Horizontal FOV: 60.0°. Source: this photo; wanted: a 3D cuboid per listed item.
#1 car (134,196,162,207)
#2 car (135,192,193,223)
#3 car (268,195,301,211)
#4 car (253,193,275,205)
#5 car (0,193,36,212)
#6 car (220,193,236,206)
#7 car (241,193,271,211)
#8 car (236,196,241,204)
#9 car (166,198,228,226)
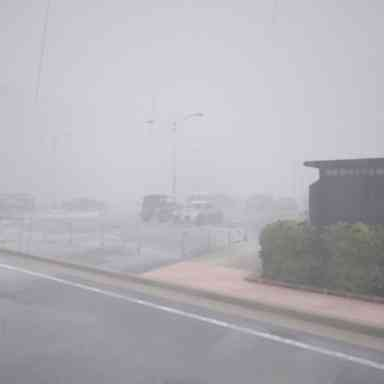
[{"bbox_3d":[-6.246,1.317,47.401,1.970,1.475,3.806,0,0,34],"label":"car"},{"bbox_3d":[-1.975,1.120,23.488,1.905,1.878,3.866,0,0,34],"label":"car"},{"bbox_3d":[10.175,1.332,36.348,1.784,1.438,3.905,0,0,34],"label":"car"},{"bbox_3d":[11.636,1.099,53.610,1.932,1.855,4.605,0,0,34],"label":"car"},{"bbox_3d":[-18.261,1.074,34.437,1.905,1.878,3.866,0,0,34],"label":"car"},{"bbox_3d":[6.984,1.329,56.691,1.970,1.475,3.806,0,0,34],"label":"car"},{"bbox_3d":[7.810,1.114,38.021,1.932,1.855,4.605,0,0,34],"label":"car"},{"bbox_3d":[9.384,1.304,55.070,1.784,1.438,3.905,0,0,34],"label":"car"},{"bbox_3d":[0.418,1.366,21.860,1.970,1.475,3.806,0,0,34],"label":"car"}]
